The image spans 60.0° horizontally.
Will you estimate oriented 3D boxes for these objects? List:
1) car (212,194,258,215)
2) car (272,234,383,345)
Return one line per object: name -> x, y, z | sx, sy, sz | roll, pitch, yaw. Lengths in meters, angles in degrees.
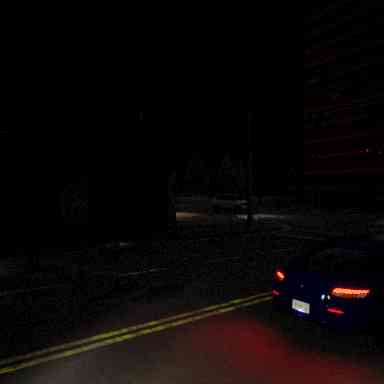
car -> 4.378, 1.221, 35.152 | 2.150, 2.045, 5.566 | 0, 0, -35
car -> 3.489, 1.526, 6.257 | 4.674, 1.442, 1.812 | 0, 0, -35
